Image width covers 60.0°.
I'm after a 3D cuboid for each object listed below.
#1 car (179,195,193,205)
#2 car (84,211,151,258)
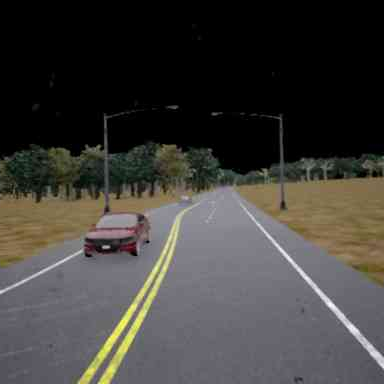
[{"bbox_3d":[-0.980,1.313,54.682,1.812,1.442,4.674,-1,1,7],"label":"car"},{"bbox_3d":[-2.823,1.546,13.457,1.882,1.535,5.008,-1,0,0],"label":"car"}]
